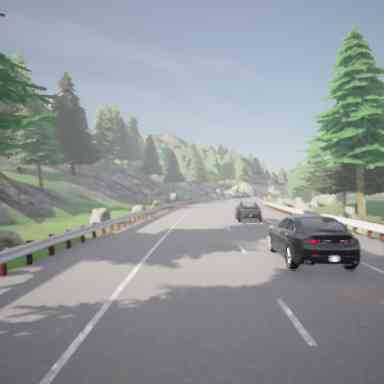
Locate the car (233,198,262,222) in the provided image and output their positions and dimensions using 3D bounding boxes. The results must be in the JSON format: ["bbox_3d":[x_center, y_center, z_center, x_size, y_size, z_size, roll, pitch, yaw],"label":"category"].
[{"bbox_3d":[4.401,1.502,26.500,2.128,1.511,4.902,0,0,4],"label":"car"}]

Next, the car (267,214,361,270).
[{"bbox_3d":[3.755,1.508,10.989,1.837,1.490,4.892,0,-1,2],"label":"car"}]
